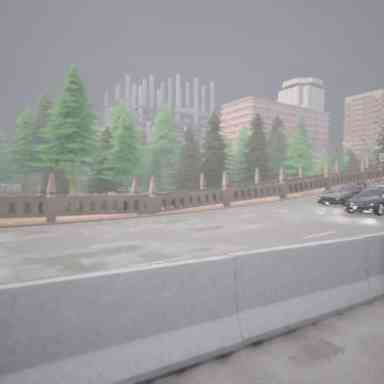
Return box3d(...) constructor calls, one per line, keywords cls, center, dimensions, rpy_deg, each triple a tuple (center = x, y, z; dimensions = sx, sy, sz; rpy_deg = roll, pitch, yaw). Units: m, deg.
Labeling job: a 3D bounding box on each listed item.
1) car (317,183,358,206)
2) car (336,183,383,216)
box3d(cls="car", center=(11.323, 0.113, 23.816), dimensions=(5.357, 1.411, 2.033), rpy_deg=(-7, 5, -32))
box3d(cls="car", center=(10.893, 0.399, 19.390), dimensions=(4.892, 1.490, 1.837), rpy_deg=(-6, 4, -32))
